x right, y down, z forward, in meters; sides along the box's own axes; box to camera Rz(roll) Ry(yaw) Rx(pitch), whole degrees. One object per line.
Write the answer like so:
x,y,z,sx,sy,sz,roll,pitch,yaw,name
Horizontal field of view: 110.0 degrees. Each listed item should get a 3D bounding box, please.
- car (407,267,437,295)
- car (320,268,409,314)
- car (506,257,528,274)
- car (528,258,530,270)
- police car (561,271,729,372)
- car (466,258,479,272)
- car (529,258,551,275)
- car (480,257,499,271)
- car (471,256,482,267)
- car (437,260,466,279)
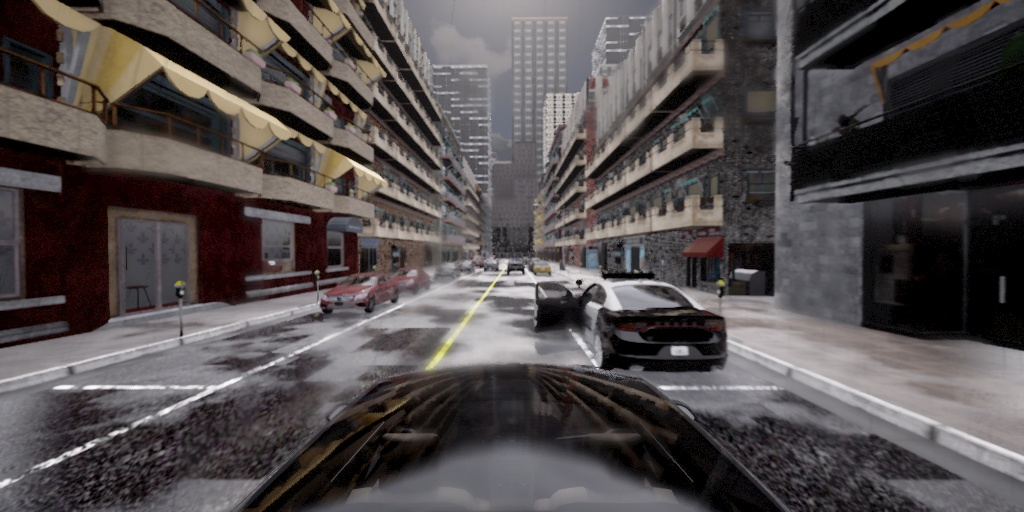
-5.524,1.289,19.302,1.802,1.307,4.207,0,0,1,car
-5.573,1.307,13.700,1.802,1.307,4.207,0,0,1,car
0.414,1.134,38.362,1.837,1.490,4.892,0,0,1,car
3.051,1.178,41.607,1.948,1.339,4.313,0,0,1,car
2.432,1.149,7.738,1.930,1.638,5.238,0,0,0,police car
-5.328,1.184,41.709,2.007,1.370,4.403,0,0,1,car
3.004,1.156,36.175,1.751,1.417,4.829,0,0,1,car
-2.599,1.159,46.270,2.033,1.411,5.357,0,0,1,car
-5.231,0.912,52.913,2.192,1.841,5.009,0,0,1,car
-5.426,1.220,30.506,2.007,1.370,4.403,0,0,1,car
